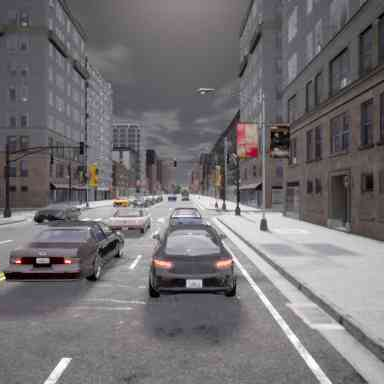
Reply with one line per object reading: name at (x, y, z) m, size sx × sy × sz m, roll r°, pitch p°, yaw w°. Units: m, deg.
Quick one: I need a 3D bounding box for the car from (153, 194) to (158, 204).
car at (-7.738, 1.511, 59.391) m, size 2.128 × 1.511 × 4.902 m, roll 0°, pitch 0°, yaw -1°

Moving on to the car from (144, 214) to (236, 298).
car at (-0.037, 1.527, 8.444) m, size 1.812 × 1.442 × 4.674 m, roll 0°, pitch 0°, yaw -2°

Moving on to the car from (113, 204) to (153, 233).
car at (-3.510, 1.605, 19.448) m, size 1.895 × 1.301 × 4.718 m, roll 0°, pitch 0°, yaw -1°

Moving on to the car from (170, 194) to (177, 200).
car at (-5.043, 1.388, 90.719) m, size 1.837 × 1.490 × 4.892 m, roll 0°, pitch 0°, yaw -1°

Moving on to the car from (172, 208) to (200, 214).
car at (-0.331, 1.551, 18.031) m, size 2.033 × 1.411 × 5.357 m, roll 0°, pitch 0°, yaw -1°

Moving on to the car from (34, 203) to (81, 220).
car at (-9.924, 1.555, 25.153) m, size 2.033 × 1.411 × 5.357 m, roll 0°, pitch 0°, yaw -1°

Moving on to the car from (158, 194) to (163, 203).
car at (-7.863, 1.546, 69.261) m, size 2.128 × 1.511 × 4.902 m, roll 0°, pitch 0°, yaw -1°

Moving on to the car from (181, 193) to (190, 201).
car at (-1.592, 1.612, 80.813) m, size 1.895 × 1.301 × 4.718 m, roll 0°, pitch 0°, yaw -1°

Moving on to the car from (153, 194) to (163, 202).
car at (-8.068, 1.362, 79.492) m, size 2.097 × 1.767 × 4.553 m, roll 0°, pitch 0°, yaw -1°

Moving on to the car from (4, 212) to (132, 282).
car at (-3.313, 1.548, 9.783) m, size 2.033 × 1.411 × 5.357 m, roll 0°, pitch 0°, yaw -1°

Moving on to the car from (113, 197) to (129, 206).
car at (-10.851, 1.495, 51.511) m, size 1.882 × 1.535 × 5.008 m, roll 0°, pitch 0°, yaw -1°

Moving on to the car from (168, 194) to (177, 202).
car at (-4.833, 1.494, 80.301) m, size 1.882 × 1.535 × 5.008 m, roll 0°, pitch 0°, yaw -1°

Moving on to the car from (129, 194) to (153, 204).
car at (-7.568, 1.508, 50.038) m, size 2.128 × 1.511 × 4.902 m, roll 0°, pitch 0°, yaw -1°

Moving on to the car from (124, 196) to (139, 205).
car at (-11.001, 1.545, 60.733) m, size 1.812 × 1.442 × 4.674 m, roll 0°, pitch 0°, yaw -1°
